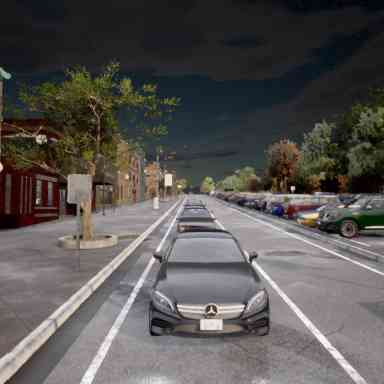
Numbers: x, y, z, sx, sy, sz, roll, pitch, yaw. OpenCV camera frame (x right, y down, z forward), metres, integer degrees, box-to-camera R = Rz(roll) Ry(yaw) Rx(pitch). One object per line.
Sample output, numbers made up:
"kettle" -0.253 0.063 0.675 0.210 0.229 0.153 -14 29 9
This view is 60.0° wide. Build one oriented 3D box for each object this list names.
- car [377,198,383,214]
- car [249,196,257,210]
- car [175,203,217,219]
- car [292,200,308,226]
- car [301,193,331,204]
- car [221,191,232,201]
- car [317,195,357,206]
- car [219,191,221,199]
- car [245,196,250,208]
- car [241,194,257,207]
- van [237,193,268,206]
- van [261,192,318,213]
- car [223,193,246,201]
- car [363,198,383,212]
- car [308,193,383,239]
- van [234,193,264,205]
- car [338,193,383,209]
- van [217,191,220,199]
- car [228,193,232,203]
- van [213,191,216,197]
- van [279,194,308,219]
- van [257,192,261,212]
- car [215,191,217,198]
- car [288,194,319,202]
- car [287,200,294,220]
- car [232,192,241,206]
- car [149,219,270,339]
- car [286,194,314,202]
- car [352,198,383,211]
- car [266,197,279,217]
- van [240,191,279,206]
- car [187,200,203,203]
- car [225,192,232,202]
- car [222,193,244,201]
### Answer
"car" 22.433 1.443 34.619 5.366 1.575 1.946 0 0 0
"car" 9.184 1.469 36.629 4.792 1.488 2.163 0 0 0
"car" 0.200 1.532 17.380 2.033 1.411 5.357 0 0 0
"car" 9.083 1.466 19.806 5.366 1.575 1.946 0 0 0
"car" 22.112 1.135 59.602 4.553 1.767 2.185 0 1 0
"car" 8.939 0.962 64.665 5.566 2.045 2.435 0 1 0
"car" 22.323 1.332 51.276 5.366 1.575 1.946 0 1 0
"car" 8.920 0.937 67.468 5.566 2.045 2.435 0 1 0
"car" 9.134 1.465 39.437 4.674 1.452 2.002 0 0 0
"car" 9.124 1.408 42.239 4.892 1.521 2.231 0 0 0
"van" 9.178 1.113 50.650 4.442 1.987 1.878 0 1 0
"van" 9.076 1.230 31.023 4.442 1.987 1.878 0 0 0
"car" 8.898 1.038 70.272 4.553 1.767 2.185 0 1 0
"car" 22.201 1.468 37.389 4.792 1.488 2.163 0 0 0
"car" 9.258 1.220 17.003 5.566 2.045 2.435 0 0 0
"van" 9.159 1.088 53.454 4.442 1.987 1.878 0 1 0
"car" 22.164 1.152 42.945 5.566 2.045 2.435 0 0 0
"van" 8.757 0.863 78.680 4.442 1.987 1.878 0 1 0
"car" 9.017 1.290 56.258 4.892 1.521 2.231 0 1 0
"van" 8.681 0.763 89.892 4.442 1.987 1.878 0 1 0
"van" 9.347 1.237 25.414 4.442 1.987 1.878 0 0 0
"van" 9.291 1.222 33.826 4.442 1.987 1.878 0 0 0
"car" 8.849 1.064 81.486 5.008 1.535 2.097 0 1 0
"car" 21.859 1.208 65.152 5.366 1.575 1.946 0 1 0
"car" 9.252 1.506 22.610 4.674 1.452 2.002 0 0 0
"car" 9.052 1.112 47.845 5.566 2.045 2.435 0 1 0
"car" 0.256 1.524 6.801 1.812 1.442 4.674 0 0 0
"car" 22.031 1.187 67.930 4.892 1.521 2.231 0 1 0
"car" 22.240 1.451 40.173 4.792 1.488 2.163 0 0 0
"car" 9.206 1.460 28.217 5.008 1.535 2.097 0 0 0
"van" 9.215 1.163 45.046 4.442 1.987 1.878 0 0 0
"car" 0.231 1.442 29.828 2.128 1.511 4.902 0 0 0
"car" 8.983 1.279 61.864 4.674 1.452 2.002 0 1 0
"car" 8.879 1.013 73.075 4.553 1.767 2.185 0 1 0
